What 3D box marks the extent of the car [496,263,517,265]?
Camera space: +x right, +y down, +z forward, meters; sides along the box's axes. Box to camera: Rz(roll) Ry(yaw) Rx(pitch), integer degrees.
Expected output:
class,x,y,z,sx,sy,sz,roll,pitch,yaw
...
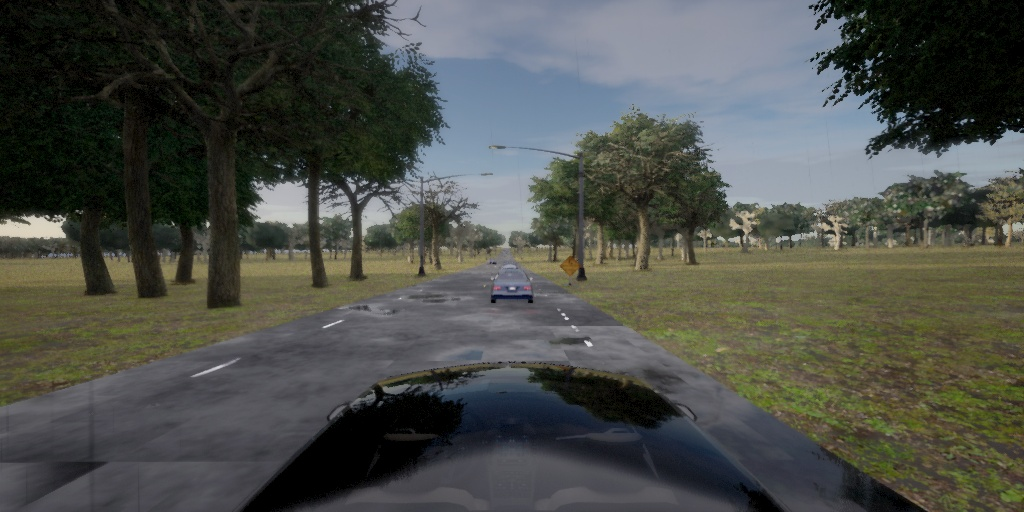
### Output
class,x,y,z,sx,sy,sz,roll,pitch,yaw
car,-0.195,1.336,31.530,1.812,1.442,4.674,0,0,-1

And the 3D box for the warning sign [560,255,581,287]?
class,x,y,z,sx,sy,sz,roll,pitch,yaw
warning sign,3.487,0.882,21.633,1.300,1.860,1.060,0,0,-1

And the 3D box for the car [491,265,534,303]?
class,x,y,z,sx,sy,sz,roll,pitch,yaw
car,-0.009,1.321,16.514,2.033,1.411,5.357,0,0,0
